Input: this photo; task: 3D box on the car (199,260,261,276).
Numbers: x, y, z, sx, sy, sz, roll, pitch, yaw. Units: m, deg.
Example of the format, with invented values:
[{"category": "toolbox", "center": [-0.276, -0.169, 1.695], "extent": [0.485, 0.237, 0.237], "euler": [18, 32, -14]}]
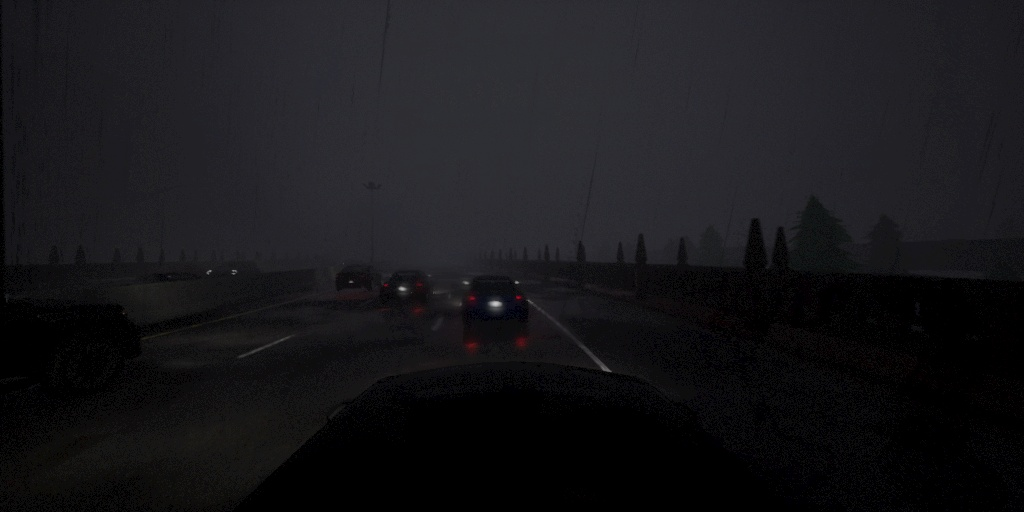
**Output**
[{"category": "car", "center": [-21.415, 1.176, 27.743], "extent": [2.097, 1.767, 4.553], "euler": [0, 0, -13]}]

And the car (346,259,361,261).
[{"category": "car", "center": [-24.518, 1.388, 56.912], "extent": [1.994, 1.385, 4.181], "euler": [0, 0, -12]}]

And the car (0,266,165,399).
[{"category": "car", "center": [-7.034, 0.999, 3.371], "extent": [2.150, 2.045, 5.566], "euler": [0, 0, -1]}]

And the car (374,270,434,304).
[{"category": "car", "center": [-4.764, 1.327, 16.662], "extent": [1.994, 1.385, 4.181], "euler": [0, 0, -8]}]

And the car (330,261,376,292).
[{"category": "car", "center": [-9.266, 1.256, 22.023], "extent": [1.882, 1.535, 5.008], "euler": [0, 0, -11]}]

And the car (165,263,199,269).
[{"category": "car", "center": [-24.747, 1.315, 26.615], "extent": [1.882, 1.535, 5.008], "euler": [0, 0, -13]}]

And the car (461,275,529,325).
[{"category": "car", "center": [-0.648, 1.313, 11.963], "extent": [1.994, 1.385, 4.181], "euler": [0, 0, -6]}]

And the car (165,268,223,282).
[{"category": "car", "center": [-15.367, 1.406, 15.733], "extent": [1.895, 1.301, 4.718], "euler": [0, 0, -9]}]
